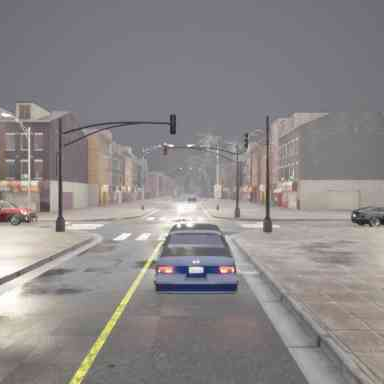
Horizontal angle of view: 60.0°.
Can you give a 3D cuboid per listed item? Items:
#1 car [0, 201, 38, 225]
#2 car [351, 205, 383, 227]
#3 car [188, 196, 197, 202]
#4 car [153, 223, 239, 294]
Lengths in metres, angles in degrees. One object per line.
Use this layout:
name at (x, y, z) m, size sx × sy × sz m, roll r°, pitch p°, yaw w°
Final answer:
car at (-13.466, 1.397, 23.641) m, size 4.553 × 1.767 × 2.097 m, roll 0°, pitch 0°, yaw -1°
car at (12.356, 1.522, 21.035) m, size 4.313 × 1.339 × 1.947 m, roll 0°, pitch 0°, yaw 0°
car at (0.019, 1.550, 75.854) m, size 1.882 × 1.535 × 5.008 m, roll 0°, pitch 0°, yaw 0°
car at (0.082, 1.549, 8.920) m, size 2.033 × 1.411 × 5.357 m, roll 0°, pitch 0°, yaw 0°
